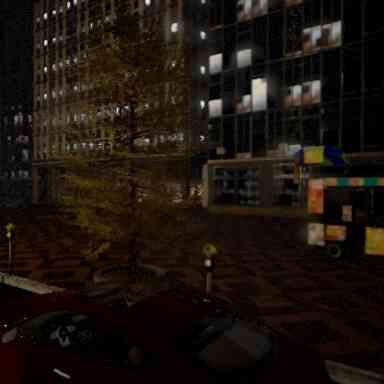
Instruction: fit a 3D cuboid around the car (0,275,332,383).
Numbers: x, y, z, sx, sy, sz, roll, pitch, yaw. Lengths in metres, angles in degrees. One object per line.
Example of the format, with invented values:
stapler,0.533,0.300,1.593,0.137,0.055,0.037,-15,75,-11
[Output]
car,-0.784,1.558,3.380,4.206,1.307,1.802,0,1,34
